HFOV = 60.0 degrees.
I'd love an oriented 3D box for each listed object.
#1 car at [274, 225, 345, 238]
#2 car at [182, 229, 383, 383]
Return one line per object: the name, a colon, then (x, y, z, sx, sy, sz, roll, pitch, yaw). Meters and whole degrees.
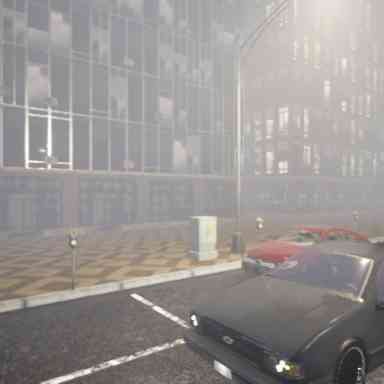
car: (3.205, 1.556, 8.850, 4.206, 1.307, 1.802, 0, 0, -36)
car: (2.494, 1.531, 5.164, 5.357, 1.411, 2.033, 0, 0, -36)
